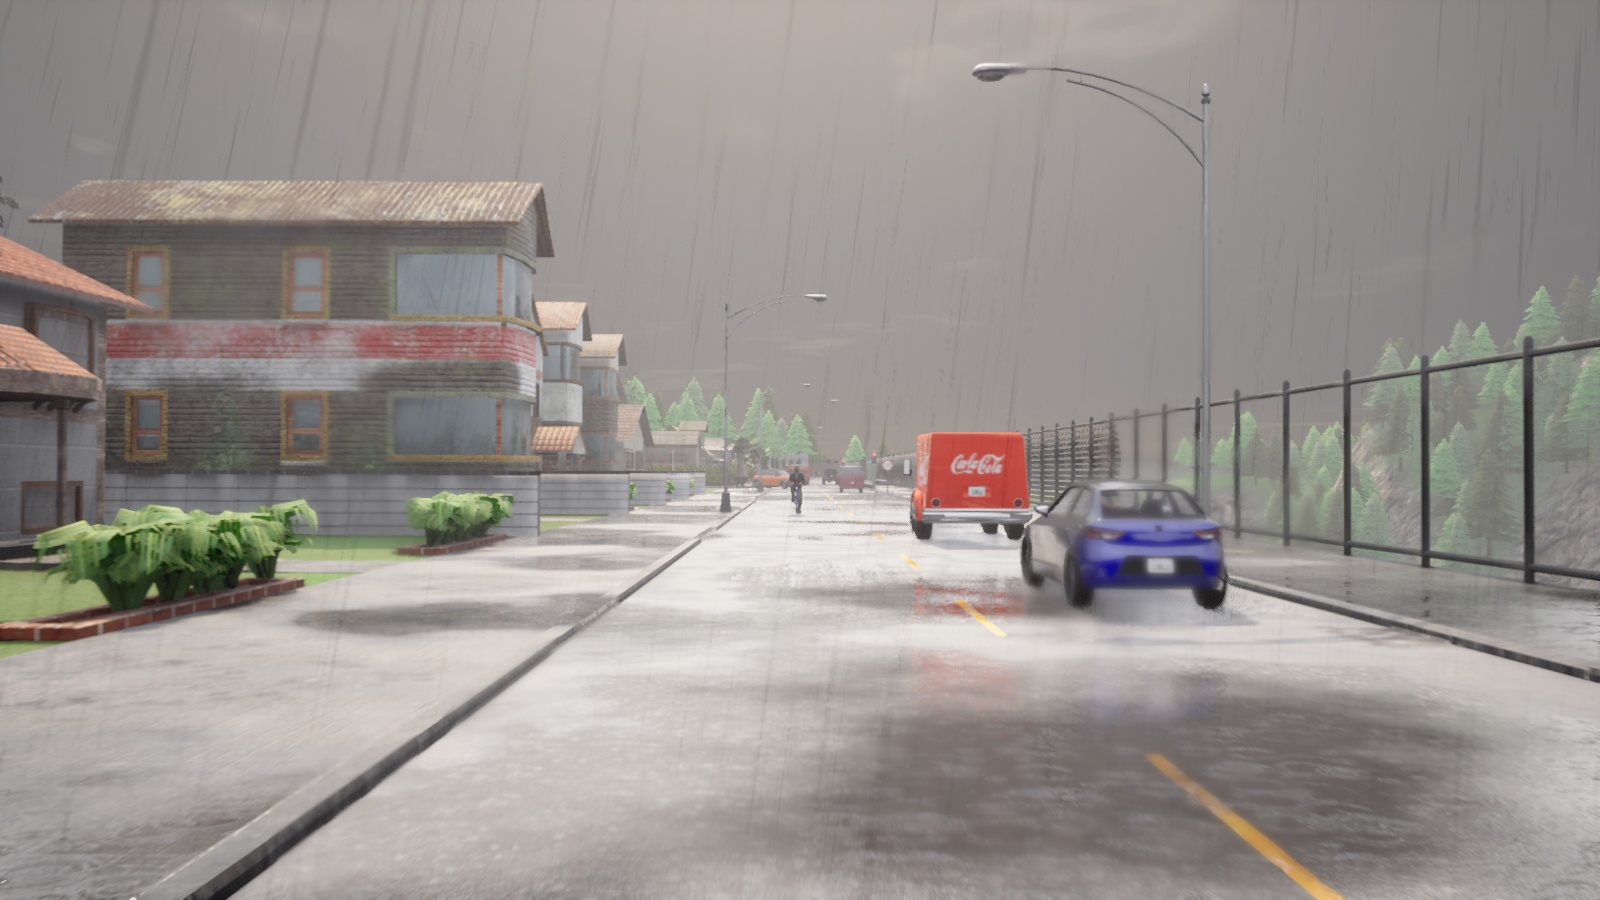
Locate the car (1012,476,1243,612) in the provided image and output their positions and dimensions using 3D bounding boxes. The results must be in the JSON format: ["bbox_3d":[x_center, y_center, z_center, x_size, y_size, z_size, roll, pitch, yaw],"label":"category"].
[{"bbox_3d":[3.961,1.079,15.919,1.816,1.474,4.193,0,-1,0],"label":"car"}]

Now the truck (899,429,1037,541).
[{"bbox_3d":[3.924,0.821,30.411,2.627,2.467,5.204,0,-1,0],"label":"truck"}]

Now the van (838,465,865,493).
[{"bbox_3d":[3.773,2.100,92.466,1.775,1.987,4.442,0,-1,0],"label":"van"}]
